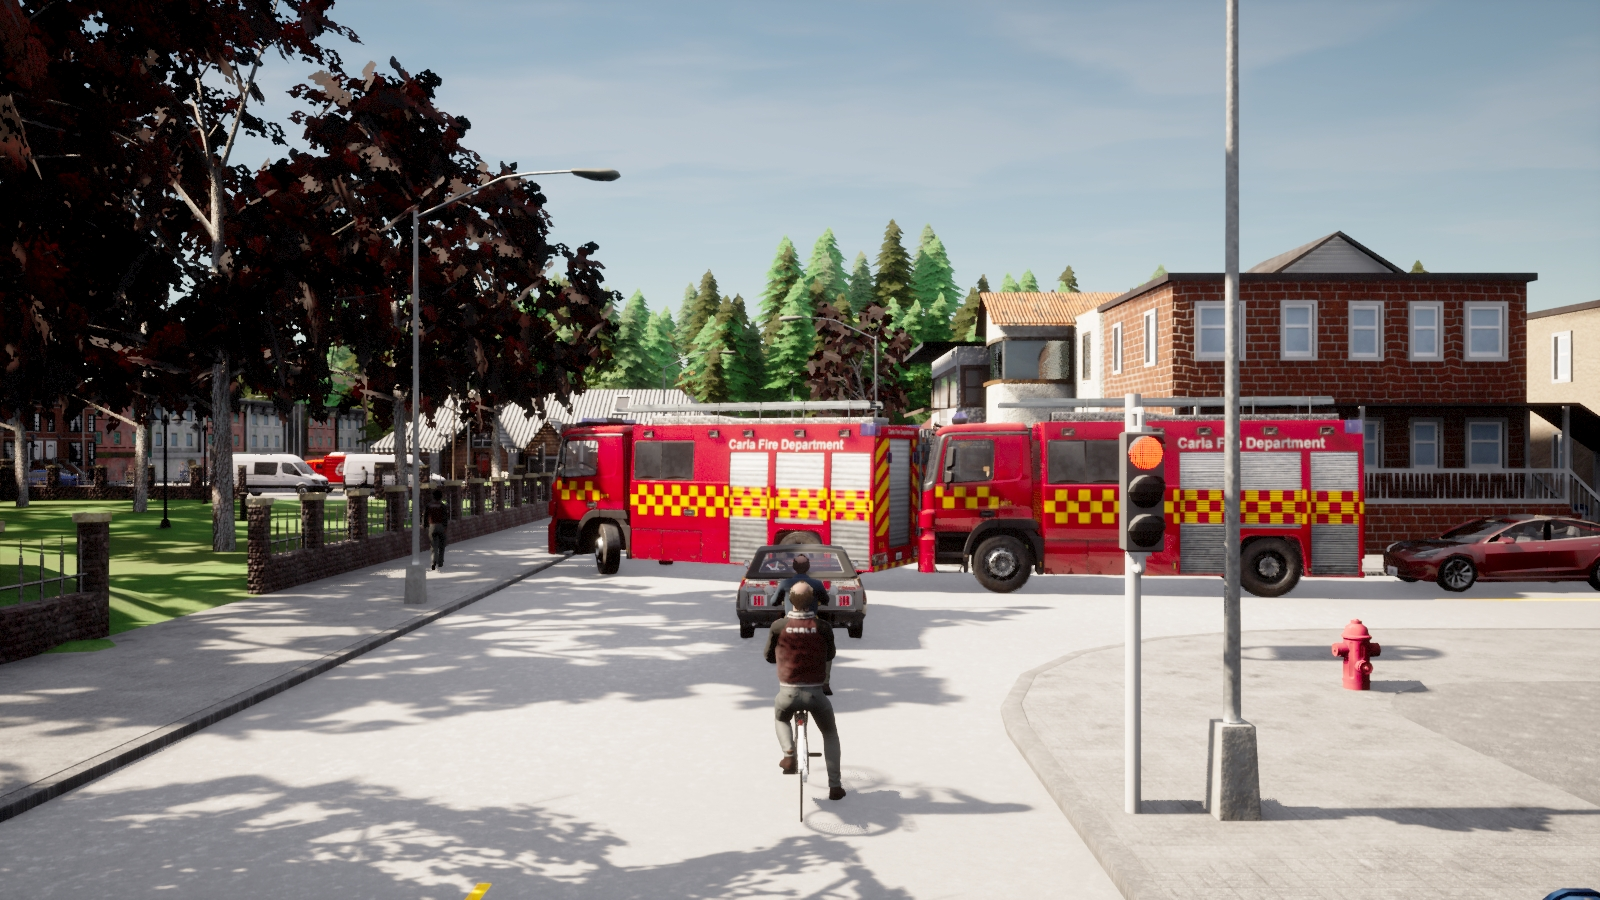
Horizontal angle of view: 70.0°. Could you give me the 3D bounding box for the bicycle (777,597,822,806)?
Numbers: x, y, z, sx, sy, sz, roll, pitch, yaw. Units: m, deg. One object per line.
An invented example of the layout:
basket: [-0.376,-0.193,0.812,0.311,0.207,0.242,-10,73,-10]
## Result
bicycle: [-0.005,1.940,9.200,0.329,1.271,1.835,0,0,0]

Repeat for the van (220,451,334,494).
van: [-31.465,1.314,68.839,5.915,2.561,1.988,0,0,1]

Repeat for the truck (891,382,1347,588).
truck: [6.176,0.669,23.279,8.468,3.827,2.891,0,0,8]

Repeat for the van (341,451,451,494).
van: [-24.299,1.314,68.785,5.915,2.561,1.988,0,0,1]

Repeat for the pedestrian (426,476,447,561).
pedestrian: [-8.120,1.525,25.545,0.375,1.860,0.375,0,0,-7]

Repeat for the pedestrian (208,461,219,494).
pedestrian: [-32.544,1.523,63.389,0.375,1.860,0.375,0,0,0]

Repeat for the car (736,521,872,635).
car: [0.052,1.935,18.331,1.895,1.301,4.718,0,0,0]

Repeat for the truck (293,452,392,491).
truck: [-29.092,1.345,72.766,5.204,2.467,2.627,0,0,0]

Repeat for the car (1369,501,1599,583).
car: [14.579,1.843,23.389,4.792,1.488,2.163,0,0,0]

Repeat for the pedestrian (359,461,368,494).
pedestrian: [-24.230,1.525,63.429,0.375,1.860,0.375,0,0,-3]

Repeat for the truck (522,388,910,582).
truck: [-2.010,0.672,25.772,8.468,3.827,2.891,0,0,28]
